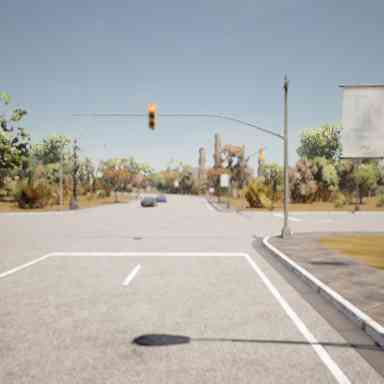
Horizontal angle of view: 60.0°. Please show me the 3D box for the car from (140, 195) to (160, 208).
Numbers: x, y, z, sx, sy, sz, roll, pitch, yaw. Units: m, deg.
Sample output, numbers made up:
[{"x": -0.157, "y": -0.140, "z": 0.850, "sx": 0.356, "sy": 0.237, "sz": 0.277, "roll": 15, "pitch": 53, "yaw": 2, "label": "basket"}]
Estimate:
[{"x": -6.305, "y": 1.440, "z": 48.689, "sx": 1.882, "sy": 1.535, "sz": 5.008, "roll": 0, "pitch": 0, "yaw": 1, "label": "car"}]

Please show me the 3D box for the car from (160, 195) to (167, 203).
[{"x": -5.983, "y": 1.347, "z": 65.041, "sx": 1.882, "sy": 1.535, "sz": 5.008, "roll": 0, "pitch": 1, "yaw": 1, "label": "car"}]
